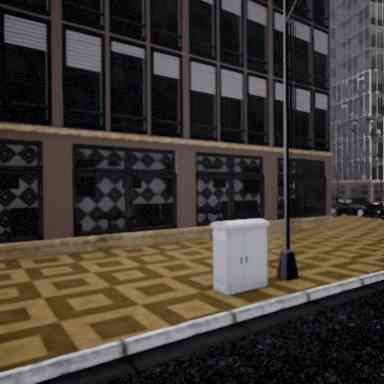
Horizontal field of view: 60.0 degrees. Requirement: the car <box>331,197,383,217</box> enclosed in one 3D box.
[{"bbox_3d":[13.629,1.192,27.886,1.882,1.535,5.008,-1,2,-16],"label":"car"}]
